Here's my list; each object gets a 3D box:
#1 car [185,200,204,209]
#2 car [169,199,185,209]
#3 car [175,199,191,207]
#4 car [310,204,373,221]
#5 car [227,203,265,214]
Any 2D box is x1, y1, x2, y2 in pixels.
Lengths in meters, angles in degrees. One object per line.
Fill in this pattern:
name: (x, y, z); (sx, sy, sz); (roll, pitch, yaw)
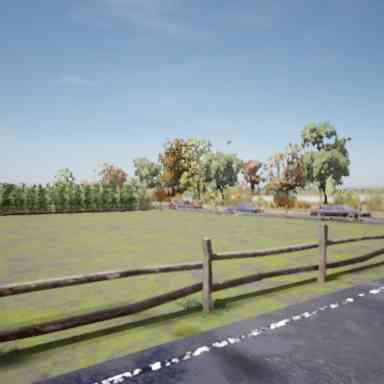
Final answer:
car: (0.679, 2.253, 59.395); (1.812, 1.442, 4.674); (0, -1, -17)
car: (-2.725, 2.116, 60.278); (2.097, 1.767, 4.553); (0, 0, -16)
car: (-1.951, 2.338, 68.680); (2.128, 1.511, 4.902); (0, -1, -15)
car: (13.655, 1.868, 30.850); (2.033, 1.411, 5.357); (0, -1, -35)
car: (6.574, 2.040, 41.161); (2.033, 1.411, 5.357); (0, 0, -34)
